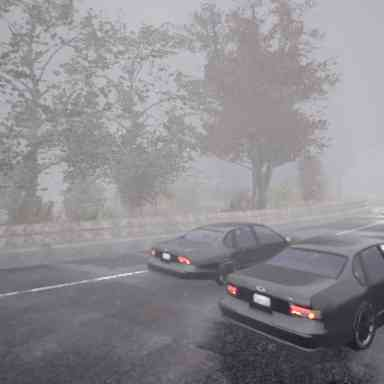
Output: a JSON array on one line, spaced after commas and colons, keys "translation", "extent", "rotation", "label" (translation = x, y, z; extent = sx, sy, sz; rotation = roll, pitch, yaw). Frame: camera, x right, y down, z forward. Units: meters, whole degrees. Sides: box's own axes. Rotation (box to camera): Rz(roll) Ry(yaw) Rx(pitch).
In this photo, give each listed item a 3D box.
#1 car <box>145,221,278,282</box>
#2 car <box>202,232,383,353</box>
[{"translation": [1.332, 1.549, 9.421], "extent": [5.357, 1.411, 2.033], "rotation": [0, 0, -40], "label": "car"}, {"translation": [2.924, 1.538, 6.208], "extent": [5.357, 1.411, 2.033], "rotation": [0, 0, -39], "label": "car"}]
